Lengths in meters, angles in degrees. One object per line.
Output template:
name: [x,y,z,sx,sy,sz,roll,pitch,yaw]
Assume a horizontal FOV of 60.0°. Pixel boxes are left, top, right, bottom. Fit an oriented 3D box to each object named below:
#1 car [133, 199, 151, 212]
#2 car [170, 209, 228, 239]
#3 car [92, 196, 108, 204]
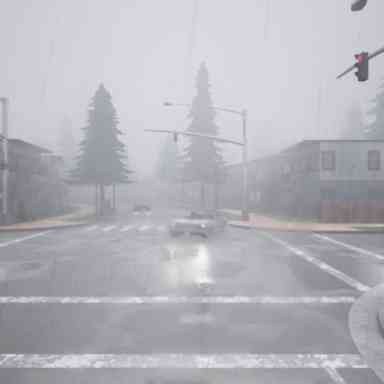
car: [-5.900,1.506,38.870,2.033,1.411,5.357,0,0,-13]
car: [0.486,1.587,17.271,1.895,1.301,4.718,0,0,18]
car: [-16.997,1.474,61.794,1.837,1.490,4.892,1,0,-38]
